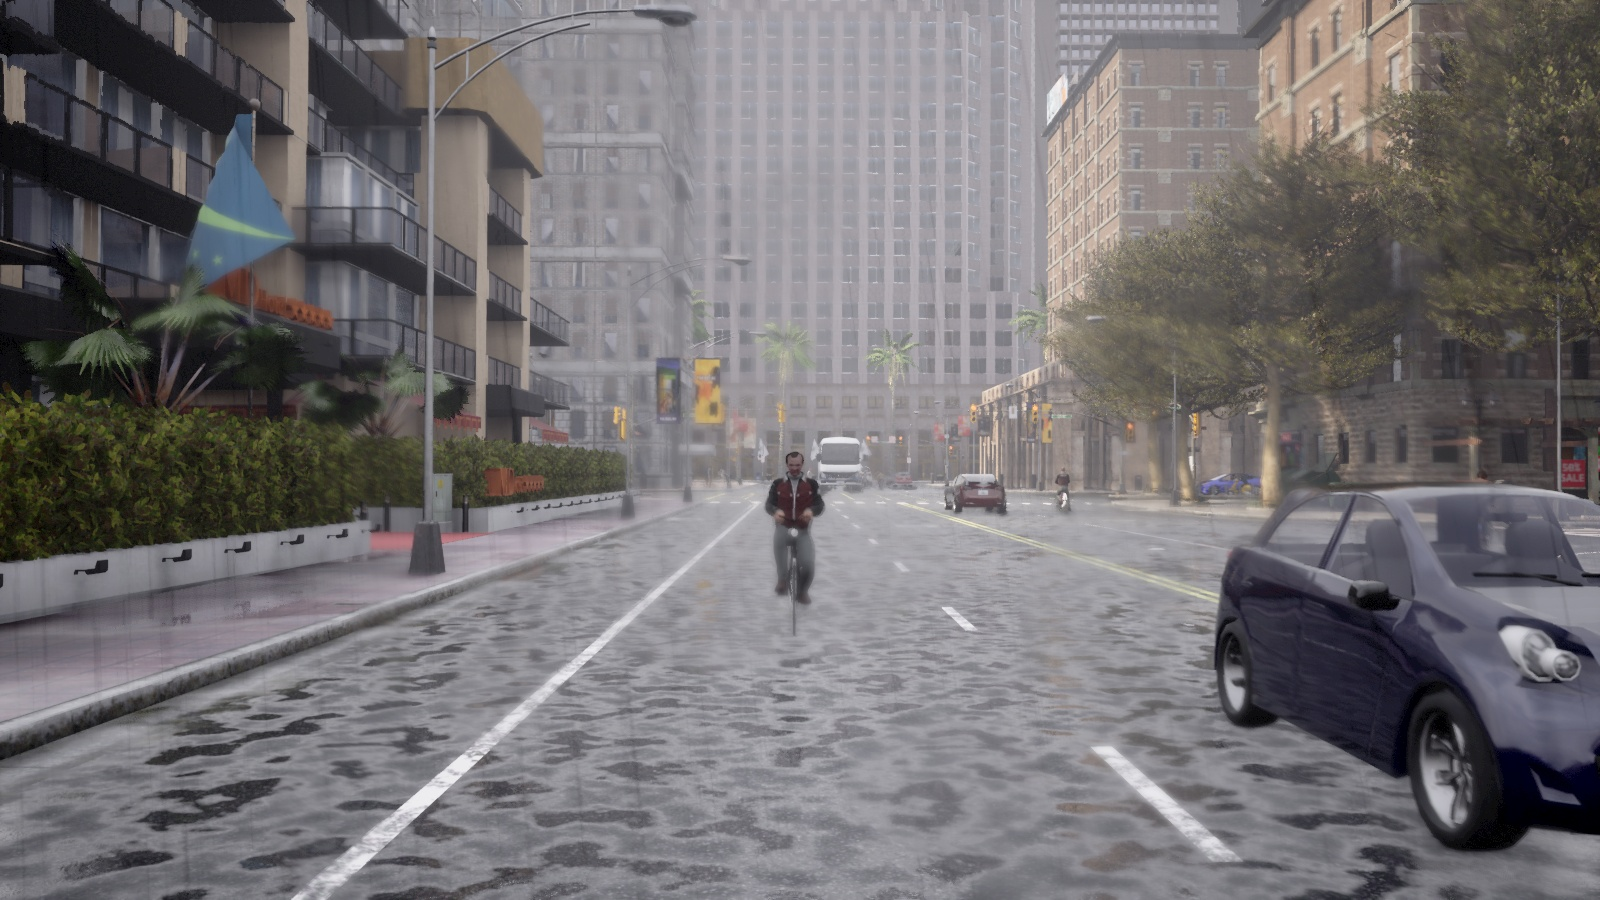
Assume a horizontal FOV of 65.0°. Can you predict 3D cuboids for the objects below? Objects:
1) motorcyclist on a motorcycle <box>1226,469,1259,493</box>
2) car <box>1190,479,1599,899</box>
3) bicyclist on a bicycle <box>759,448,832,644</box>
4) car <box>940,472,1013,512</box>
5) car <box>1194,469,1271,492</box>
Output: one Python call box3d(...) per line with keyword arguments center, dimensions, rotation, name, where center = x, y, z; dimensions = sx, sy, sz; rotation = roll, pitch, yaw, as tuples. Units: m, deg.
box3d(center=(28.779, 2.021, 81.705), dimensions=(1.817, 1.590, 0.866), rotation=(0, -1, 1), name="motorcyclist on a motorcycle")
box3d(center=(3.475, 0.919, 6.363), dimensions=(1.845, 1.501, 3.633), rotation=(0, -1, 0), name="car")
box3d(center=(-0.048, 0.892, 12.332), dimensions=(0.659, 1.776, 1.843), rotation=(0, -1, 0), name="bicyclist on a bicycle")
box3d(center=(6.819, 1.608, 48.996), dimensions=(2.163, 1.488, 4.792), rotation=(0, -1, 0), name="car")
box3d(center=(29.324, 2.072, 85.222), dimensions=(4.514, 1.525, 2.007), rotation=(0, -1, 1), name="car")
